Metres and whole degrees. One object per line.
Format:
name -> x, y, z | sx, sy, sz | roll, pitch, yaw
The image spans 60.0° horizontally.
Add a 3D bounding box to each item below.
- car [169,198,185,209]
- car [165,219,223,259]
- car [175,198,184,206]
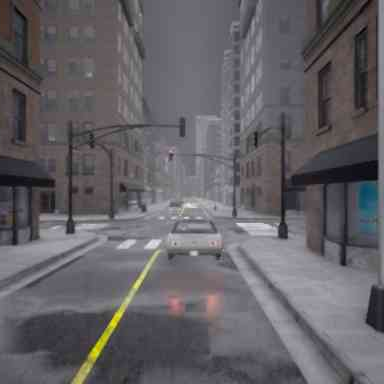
car -> -2.703, 1.941, 54.234 | 2.033, 1.411, 5.357 | 0, 0, 1
car -> 0.095, 1.688, 12.862 | 1.895, 1.301, 4.718 | 0, 0, 1
car -> -2.595, 2.023, 69.810 | 1.837, 1.490, 4.892 | 0, -1, 0
